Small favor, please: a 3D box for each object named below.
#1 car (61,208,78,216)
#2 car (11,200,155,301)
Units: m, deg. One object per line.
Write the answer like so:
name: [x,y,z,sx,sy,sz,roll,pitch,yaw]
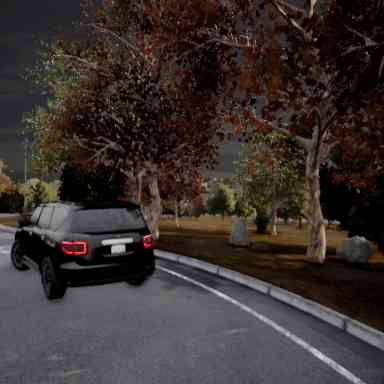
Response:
car: [-25.062,4.036,68.166,2.128,1.511,4.902,0,-5,-8]
car: [-3.063,1.215,8.712,2.150,2.045,5.566,0,0,-37]
